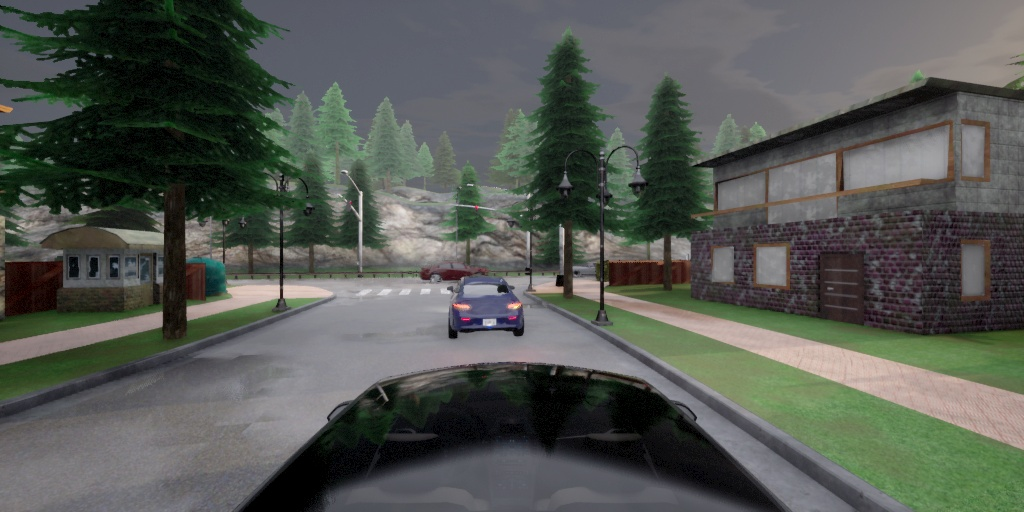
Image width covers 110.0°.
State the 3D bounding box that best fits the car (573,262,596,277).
[{"bbox_3d":[6.873,1.194,32.218,4.718,1.301,1.895,0,0,-12],"label":"car"}]

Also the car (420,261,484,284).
[{"bbox_3d":[-4.124,1.126,26.030,5.008,1.535,1.882,-1,2,-12],"label":"car"}]

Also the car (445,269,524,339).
[{"bbox_3d":[-0.834,1.276,10.086,1.812,1.442,4.674,0,0,-9],"label":"car"}]
